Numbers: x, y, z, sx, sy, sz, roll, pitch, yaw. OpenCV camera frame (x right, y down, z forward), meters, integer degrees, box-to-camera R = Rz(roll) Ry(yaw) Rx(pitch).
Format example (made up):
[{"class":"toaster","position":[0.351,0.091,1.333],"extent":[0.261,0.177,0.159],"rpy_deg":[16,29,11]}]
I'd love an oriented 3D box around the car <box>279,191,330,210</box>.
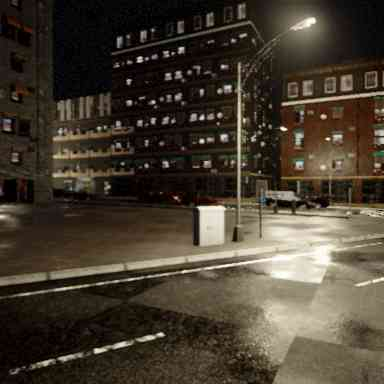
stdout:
[{"class":"car","position":[12.112,1.051,35.776],"extent":[5.008,1.535,1.882],"rpy_deg":[2,1,27]}]

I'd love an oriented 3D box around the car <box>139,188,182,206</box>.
[{"class":"car","position":[-3.617,0.543,37.241],"extent":[5.009,1.841,2.192],"rpy_deg":[2,0,27]}]

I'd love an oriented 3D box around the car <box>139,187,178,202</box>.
[{"class":"car","position":[-4.768,0.334,47.214],"extent":[5.009,1.841,2.192],"rpy_deg":[2,0,27]}]

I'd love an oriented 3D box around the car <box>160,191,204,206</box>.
[{"class":"car","position":[-1.194,0.751,38.900],"extent":[4.892,1.490,1.837],"rpy_deg":[2,1,27]}]

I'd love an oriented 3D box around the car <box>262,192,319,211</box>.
[{"class":"car","position":[9.756,1.062,33.346],"extent":[4.902,1.511,2.128],"rpy_deg":[2,1,27]}]

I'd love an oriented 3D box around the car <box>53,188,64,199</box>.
[{"class":"car","position":[-19.043,0.213,48.010],"extent":[4.892,1.490,1.837],"rpy_deg":[1,1,27]}]

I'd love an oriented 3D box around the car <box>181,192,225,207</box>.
[{"class":"car","position":[1.400,0.959,34.700],"extent":[4.206,1.307,1.802],"rpy_deg":[2,0,27]}]

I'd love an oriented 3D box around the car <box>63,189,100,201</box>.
[{"class":"car","position":[-13.678,0.469,42.326],"extent":[4.507,1.381,1.887],"rpy_deg":[2,0,27]}]
